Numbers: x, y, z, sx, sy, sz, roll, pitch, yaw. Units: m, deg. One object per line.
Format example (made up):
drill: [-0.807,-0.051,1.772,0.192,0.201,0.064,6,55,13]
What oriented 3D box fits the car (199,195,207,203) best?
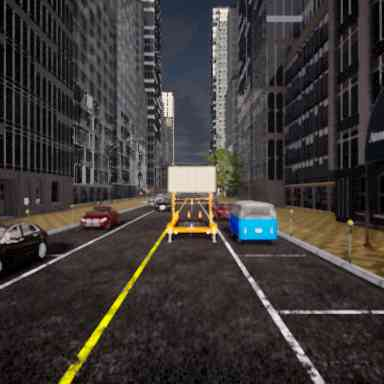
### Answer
car: [2.699,1.500,55.153,2.008,1.369,4.403,0,0,0]

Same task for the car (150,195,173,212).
car: [-3.088,1.461,37.379,2.128,1.511,4.902,0,0,0]

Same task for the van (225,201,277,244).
van: [2.693,1.329,15.306,1.690,1.788,3.998,0,0,0]

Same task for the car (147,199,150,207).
car: [-5.683,1.508,49.465,2.008,1.369,4.403,0,0,0]

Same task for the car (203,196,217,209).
car: [2.697,1.546,43.768,1.802,1.307,4.206,0,0,0]

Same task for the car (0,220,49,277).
car: [-5.689,1.544,9.618,2.008,1.369,4.403,0,0,0]

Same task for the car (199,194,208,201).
car: [2.703,1.338,77.922,1.967,1.590,4.097,0,0,0]

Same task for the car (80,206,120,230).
car: [-5.687,1.565,21.002,1.802,1.307,4.206,0,0,0]

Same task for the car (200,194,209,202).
car: [2.702,1.352,72.230,1.967,1.590,4.097,0,0,0]

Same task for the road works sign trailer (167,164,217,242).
road works sign trailer: [0.003,0.452,16.325,2.380,3.560,2.880,0,0,0]

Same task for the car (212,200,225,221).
car: [2.695,1.560,26.690,1.802,1.307,4.206,0,0,0]
